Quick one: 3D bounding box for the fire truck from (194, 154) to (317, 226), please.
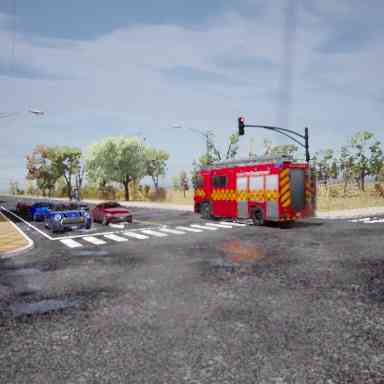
[{"bbox_3d":[3.453,-0.060,21.048,2.891,3.827,8.468,-3,1,-32],"label":"fire truck"}]

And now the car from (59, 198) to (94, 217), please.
[{"bbox_3d":[-11.299,1.461,32.278,2.128,1.511,4.902,-3,1,-32],"label":"car"}]

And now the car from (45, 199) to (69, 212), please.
[{"bbox_3d":[-16.532,1.625,40.619,1.895,1.301,4.718,-3,1,-32],"label":"car"}]

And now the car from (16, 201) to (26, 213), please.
[{"bbox_3d":[-19.978,1.766,39.998,1.895,1.301,4.718,-3,1,-32],"label":"car"}]

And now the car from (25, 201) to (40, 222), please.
[{"bbox_3d":[-12.475,1.564,28.044,1.882,1.535,5.008,-3,1,-32],"label":"car"}]

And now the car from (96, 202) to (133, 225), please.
[{"bbox_3d":[-5.801,1.437,23.542,1.812,1.442,4.674,-3,1,-32],"label":"car"}]

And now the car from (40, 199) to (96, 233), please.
[{"bbox_3d":[-7.702,1.389,20.385,2.097,1.767,4.553,-3,1,-31],"label":"car"}]
